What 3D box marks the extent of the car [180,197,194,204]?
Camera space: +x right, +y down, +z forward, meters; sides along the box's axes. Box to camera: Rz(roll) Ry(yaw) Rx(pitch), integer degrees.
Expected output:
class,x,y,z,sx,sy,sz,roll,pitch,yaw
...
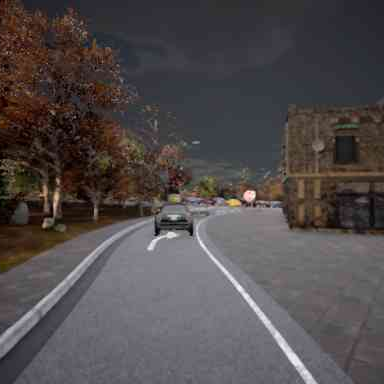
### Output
class,x,y,z,sx,sy,sz,roll,pitch,yaw
car,-1.135,1.899,75.857,2.002,1.452,4.674,4,-1,-16

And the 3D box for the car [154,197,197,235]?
class,x,y,z,sx,sy,sz,roll,pitch,yaw
car,-0.925,1.396,19.342,2.097,1.767,4.553,0,0,0

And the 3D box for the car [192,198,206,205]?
class,x,y,z,sx,sy,sz,roll,pitch,yaw
car,1.543,2.078,76.602,2.002,1.452,4.674,4,-1,-16

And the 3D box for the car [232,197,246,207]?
class,x,y,z,sx,sy,sz,roll,pitch,yaw
car,7.919,2.150,64.793,2.097,1.535,5.008,3,-1,-16

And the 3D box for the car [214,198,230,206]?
class,x,y,z,sx,sy,sz,roll,pitch,yaw
car,6.981,2.378,78.307,1.946,1.575,5.366,3,-1,-16

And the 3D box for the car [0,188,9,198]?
class,x,y,z,sx,sy,sz,roll,pitch,yaw
car,-31.396,0.069,53.552,2.097,1.535,5.008,4,-1,-16

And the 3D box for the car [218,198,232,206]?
class,x,y,z,sx,sy,sz,roll,pitch,yaw
car,5.245,1.854,64.086,2.185,1.767,4.553,4,-1,-16

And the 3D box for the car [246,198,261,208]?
class,x,y,z,sx,sy,sz,roll,pitch,yaw
car,10.610,2.062,65.579,2.435,2.045,5.566,3,-1,-16

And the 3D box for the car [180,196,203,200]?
class,x,y,z,sx,sy,sz,roll,pitch,yaw
car,-0.103,1.651,62.534,2.163,1.488,4.792,4,-1,-16

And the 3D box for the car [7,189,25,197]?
class,x,y,z,sx,sy,sz,roll,pitch,yaw
car,-34.906,0.169,66.116,2.163,1.488,4.792,4,-1,-16

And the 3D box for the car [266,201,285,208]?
class,x,y,z,sx,sy,sz,roll,pitch,yaw
car,20.456,3.039,81.861,2.231,1.521,4.892,2,-1,-16

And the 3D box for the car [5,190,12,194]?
class,x,y,z,sx,sy,sz,roll,pitch,yaw
car,-28.722,0.297,54.263,2.163,1.488,4.792,4,-1,-16

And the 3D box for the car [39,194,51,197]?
class,x,y,z,sx,sy,sz,roll,pitch,yaw
car,-29.706,0.528,67.593,2.097,1.535,5.008,4,-1,-16

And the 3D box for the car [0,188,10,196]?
class,x,y,z,sx,sy,sz,roll,pitch,yaw
car,-37.575,-0.019,65.398,2.002,1.452,4.674,4,-1,-16

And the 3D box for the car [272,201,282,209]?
class,x,y,z,sx,sy,sz,roll,pitch,yaw
car,15.968,2.637,67.009,2.163,1.488,4.792,3,-1,-16

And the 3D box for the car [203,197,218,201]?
class,x,y,z,sx,sy,sz,roll,pitch,yaw
car,2.557,1.831,63.335,2.163,1.488,4.792,4,-1,-16

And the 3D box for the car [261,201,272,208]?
class,x,y,z,sx,sy,sz,roll,pitch,yaw
car,13.290,2.466,66.287,2.231,1.521,4.892,3,-1,-16

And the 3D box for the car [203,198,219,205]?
class,x,y,z,sx,sy,sz,roll,pitch,yaw
car,4.336,2.247,77.407,2.163,1.488,4.792,4,-1,-16

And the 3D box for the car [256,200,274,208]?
class,x,y,z,sx,sy,sz,roll,pitch,yaw
car,17.648,2.921,81.080,2.097,1.535,5.008,2,-1,-16

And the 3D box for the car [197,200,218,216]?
class,x,y,z,sx,sy,sz,roll,pitch,yaw
car,1.225,1.856,35.575,1.895,1.301,4.718,0,-1,14

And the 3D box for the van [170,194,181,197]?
class,x,y,z,sx,sy,sz,roll,pitch,yaw
van,-3.654,1.463,75.023,1.878,1.987,4.442,4,-1,-16
